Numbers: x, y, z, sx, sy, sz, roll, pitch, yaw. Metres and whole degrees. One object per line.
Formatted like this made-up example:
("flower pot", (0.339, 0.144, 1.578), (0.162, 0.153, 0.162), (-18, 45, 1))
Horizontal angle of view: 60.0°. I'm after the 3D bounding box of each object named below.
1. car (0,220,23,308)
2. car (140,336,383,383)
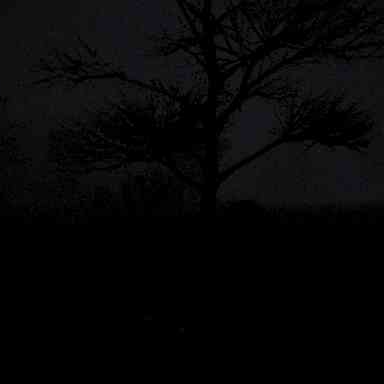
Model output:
("car", (-5.430, 1.391, 6.740), (5.009, 1.841, 2.192), (-1, 0, 36))
("car", (1.538, 1.541, 1.632), (4.507, 1.381, 1.887), (-1, 0, 36))
